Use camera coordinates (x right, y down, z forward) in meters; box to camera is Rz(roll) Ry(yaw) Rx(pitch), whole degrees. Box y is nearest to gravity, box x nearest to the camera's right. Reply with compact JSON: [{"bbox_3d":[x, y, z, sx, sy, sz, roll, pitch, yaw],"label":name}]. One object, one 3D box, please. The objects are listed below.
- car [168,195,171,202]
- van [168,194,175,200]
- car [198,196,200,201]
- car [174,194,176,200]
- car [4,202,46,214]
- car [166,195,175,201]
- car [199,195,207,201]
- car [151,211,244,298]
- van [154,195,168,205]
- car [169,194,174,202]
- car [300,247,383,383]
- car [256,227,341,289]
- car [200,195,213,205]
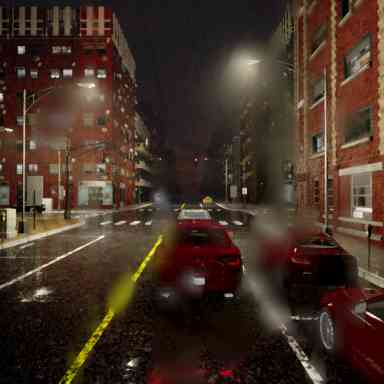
[{"bbox_3d":[-5.626,1.602,63.820,1.802,1.307,4.206,1,0,0],"label":"car"},{"bbox_3d":[-5.599,1.375,92.082,1.690,1.788,3.998,1,0,0],"label":"van"},{"bbox_3d":[2.769,1.572,80.732,1.887,1.381,4.507,1,0,0],"label":"car"},{"bbox_3d":[-5.611,1.553,80.607,1.752,1.417,4.829,1,0,0],"label":"car"},{"bbox_3d":[-18.680,1.730,37.269,4.313,1.339,1.947,0,-1,0],"label":"car"},{"bbox_3d":[-5.607,1.582,86.429,2.008,1.369,4.403,1,0,0],"label":"car"},{"bbox_3d":[2.773,1.597,86.383,1.947,1.339,4.313,1,0,0],"label":"car"},{"bbox_3d":[0.105,1.480,8.549,1.882,1.535,5.008,0,0,0],"label":"car"},{"bbox_3d":[-5.627,1.359,58.168,1.690,1.788,3.998,1,0,0],"label":"van"},{"bbox_3d":[-5.617,1.607,75.125,1.802,1.307,4.206,1,0,0],"label":"car"},{"bbox_3d":[2.670,1.583,3.213,1.802,1.307,4.206,1,0,0],"label":"car"},{"bbox_3d":[2.845,1.584,8.869,1.802,1.307,4.206,1,0,0],"label":"car"},{"bbox_3d":[2.750,1.543,58.292,1.752,1.417,4.829,1,0,0],"label":"car"}]
